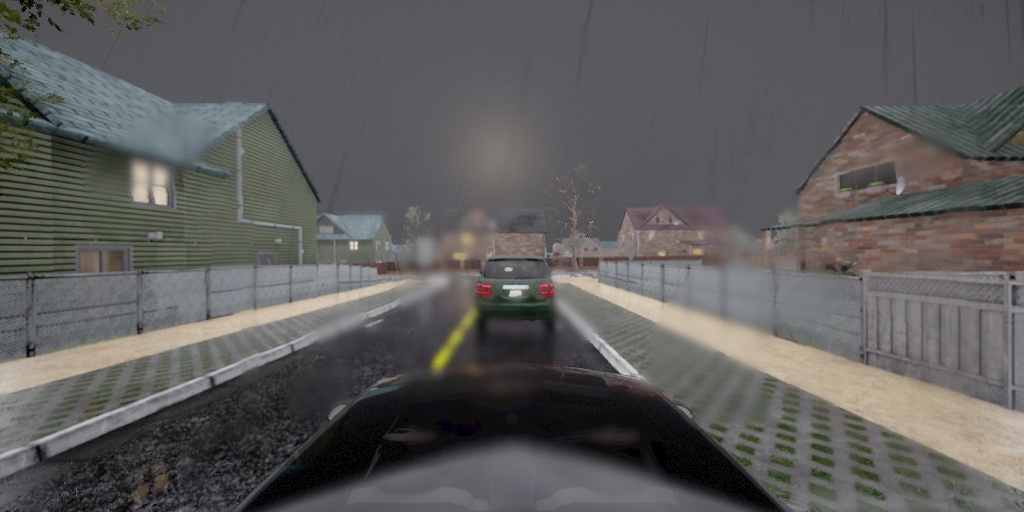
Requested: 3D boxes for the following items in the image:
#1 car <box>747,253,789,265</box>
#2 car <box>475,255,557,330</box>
[{"bbox_3d":[23.990,0.534,34.732,4.553,1.767,2.097,-1,1,0],"label":"car"},{"bbox_3d":[0.118,0.986,11.269,2.150,2.045,5.566,0,0,0],"label":"car"}]
